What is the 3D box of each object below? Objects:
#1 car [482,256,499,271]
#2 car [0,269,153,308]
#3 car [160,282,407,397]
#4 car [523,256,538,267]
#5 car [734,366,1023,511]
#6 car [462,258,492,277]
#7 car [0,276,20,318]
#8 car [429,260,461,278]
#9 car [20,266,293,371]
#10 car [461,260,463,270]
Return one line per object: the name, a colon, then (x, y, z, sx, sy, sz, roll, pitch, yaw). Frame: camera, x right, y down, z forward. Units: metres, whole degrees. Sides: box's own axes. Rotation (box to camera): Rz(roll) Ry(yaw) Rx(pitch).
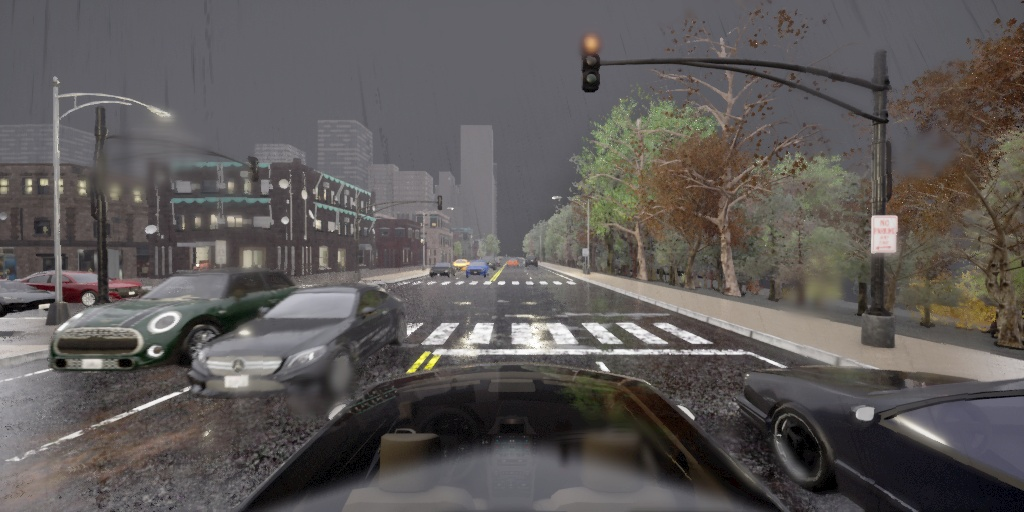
car: (-3.287, 0.955, 49.329, 2.150, 2.045, 5.566, 0, 0, 0)
car: (-19.821, 1.448, 16.337, 5.008, 1.535, 1.882, -1, 1, 0)
car: (-3.343, 1.275, 6.694, 1.812, 1.442, 4.674, 0, 0, 0)
car: (3.432, 0.947, 64.201, 2.150, 2.045, 5.566, 0, 0, 0)
car: (3.350, 1.297, 1.454, 2.033, 1.411, 5.357, 0, 0, 0)
car: (-3.306, 1.217, 34.942, 1.882, 1.535, 5.008, 0, 0, 0)
car: (-19.932, 1.565, 13.632, 4.313, 1.339, 1.948, 0, 0, 0)
car: (-6.557, 1.287, 34.684, 2.033, 1.411, 5.357, 0, 0, 0)
car: (-6.593, 1.102, 7.876, 2.097, 1.767, 4.553, 0, 0, 0)
car: (-6.541, 1.212, 46.325, 1.882, 1.535, 5.008, 0, 0, 0)
